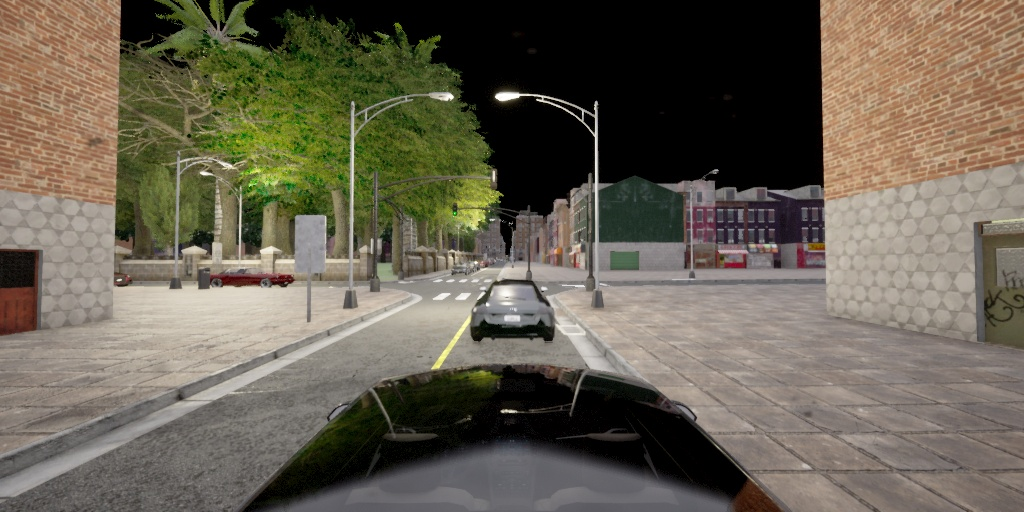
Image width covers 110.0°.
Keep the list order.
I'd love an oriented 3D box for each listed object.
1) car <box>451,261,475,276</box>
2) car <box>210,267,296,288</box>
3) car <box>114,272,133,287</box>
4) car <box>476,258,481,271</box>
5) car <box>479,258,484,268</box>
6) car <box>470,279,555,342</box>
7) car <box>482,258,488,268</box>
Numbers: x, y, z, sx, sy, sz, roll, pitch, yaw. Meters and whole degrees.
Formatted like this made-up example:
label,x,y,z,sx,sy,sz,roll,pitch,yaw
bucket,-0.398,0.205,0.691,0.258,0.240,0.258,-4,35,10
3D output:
label,x,y,z,sx,sy,sz,roll,pitch,yaw
car,-5.455,1.332,38.456,2.007,1.370,4.403,0,0,0
car,-16.094,1.341,22.052,4.718,1.301,1.895,0,-1,0
car,-26.120,1.299,22.021,4.181,1.385,1.994,0,-1,0
car,-5.471,1.344,45.592,2.007,1.370,4.403,0,0,0
car,-5.504,1.370,51.042,1.948,1.339,4.313,0,0,0
car,0.040,1.317,9.768,1.994,1.385,4.181,0,0,1
car,-5.570,1.416,61.941,1.802,1.307,4.207,0,0,0
